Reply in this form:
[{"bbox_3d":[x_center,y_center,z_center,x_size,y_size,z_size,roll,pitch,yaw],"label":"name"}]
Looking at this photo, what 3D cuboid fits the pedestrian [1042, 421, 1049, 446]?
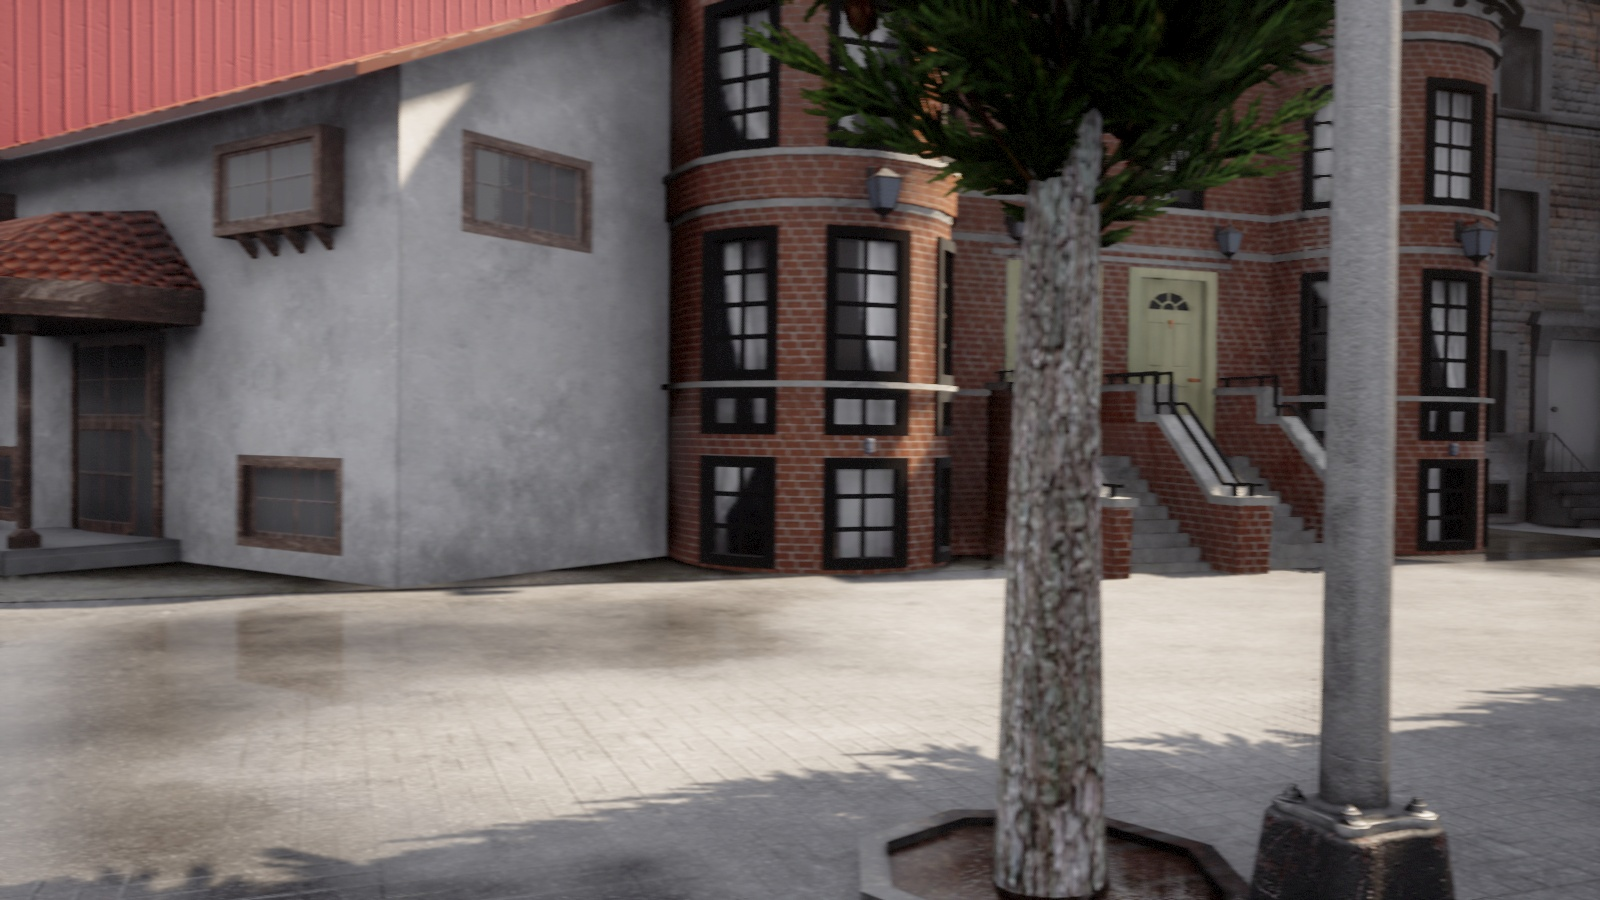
[{"bbox_3d":[18.187,-1.205,93.170,0.345,1.836,0.594,-1,1,-6],"label":"pedestrian"}]
